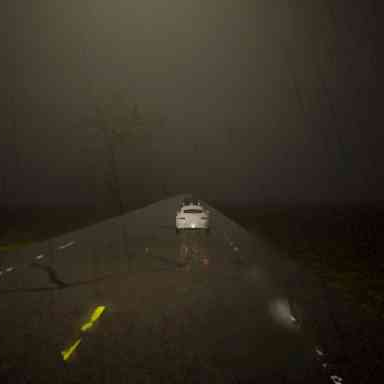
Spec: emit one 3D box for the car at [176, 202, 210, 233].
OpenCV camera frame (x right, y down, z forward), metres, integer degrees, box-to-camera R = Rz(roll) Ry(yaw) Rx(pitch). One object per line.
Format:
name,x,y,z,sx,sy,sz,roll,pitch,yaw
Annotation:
car,0.043,1.521,19.531,1.812,1.442,4.674,0,0,0

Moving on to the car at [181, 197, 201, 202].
car,-0.089,1.339,36.778,2.097,1.767,4.553,0,0,-1
